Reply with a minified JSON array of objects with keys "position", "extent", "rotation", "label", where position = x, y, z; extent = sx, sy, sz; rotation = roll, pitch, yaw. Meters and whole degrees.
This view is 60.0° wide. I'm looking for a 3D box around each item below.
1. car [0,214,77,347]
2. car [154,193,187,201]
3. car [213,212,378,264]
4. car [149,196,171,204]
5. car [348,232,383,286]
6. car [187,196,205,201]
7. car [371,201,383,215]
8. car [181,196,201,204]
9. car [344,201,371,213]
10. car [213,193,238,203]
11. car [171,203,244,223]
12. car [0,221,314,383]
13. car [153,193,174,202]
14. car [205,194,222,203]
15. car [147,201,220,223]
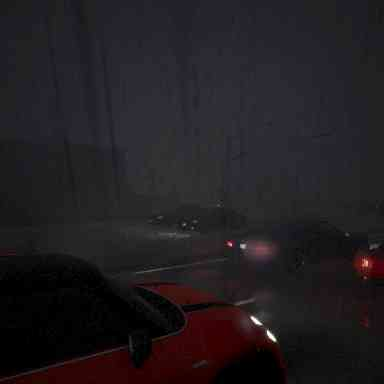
[{"position":[-4.339,1.352,4.953],"extent":[4.553,1.767,2.097],"rotation":[0,0,-35],"label":"car"},{"position":[-3.632,1.221,54.163],"extent":[2.150,2.045,5.566],"rotation":[0,0,-35],"label":"car"},{"position":[3.481,1.547,10.569],"extent":[5.357,1.411,2.033],"rotation":[0,0,-35],"label":"car"},{"position":[-6.182,1.505,63.688],"extent":[1.837,1.490,4.892],"rotation":[0,0,-36],"label":"car"},{"position":[6.052,1.601,8.097],"extent":[4.718,1.301,1.895],"rotation":[0,0,-35],"label":"car"},{"position":[-0.599,1.547,55.947],"extent":[2.033,1.411,5.357],"rotation":[0,0,-36],"label":"car"},{"position":[19.788,1.352,32.199],"extent":[4.553,1.767,2.097],"rotation":[0,0,-35],"label":"car"},{"position":[-0.218,1.564,67.418],"extent":[1.994,1.385,4.181],"rotation":[0,0,-37],"label":"car"},{"position":[18.244,1.601,35.397],"extent":[4.718,1.301,1.895],"rotation":[0,0,-35],"label":"car"},{"position":[5.658,1.222,59.262],"extent":[2.150,2.045,5.566],"rotation":[0,0,-36],"label":"car"},{"position":[1.220,1.564,18.977],"extent":[4.181,1.385,1.994],"rotation":[0,0,-35],"label":"car"},{"position":[-1.281,1.352,2.833],"extent":[4.553,1.767,2.097],"rotation":[0,0,-35],"label":"car"},{"position":[-6.493,1.225,76.104],"extent":[2.150,2.045,5.566],"rotation":[0,0,-36],"label":"car"},{"position":[2.402,1.547,57.774],"extent":[2.033,1.411,5.357],"rotation":[0,0,-36],"label":"car"},{"position":[-0.704,1.526,21.904],"extent":[4.674,1.442,1.812],"rotation":[0,0,-35],"label":"car"}]
